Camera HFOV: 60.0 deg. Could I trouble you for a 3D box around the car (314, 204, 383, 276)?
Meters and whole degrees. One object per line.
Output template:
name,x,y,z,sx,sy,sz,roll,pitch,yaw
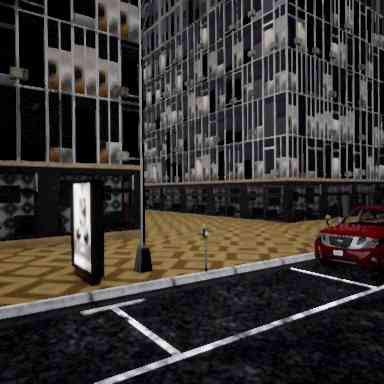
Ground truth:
car,5.952,1.310,10.359,5.009,1.841,2.192,0,-1,-35
